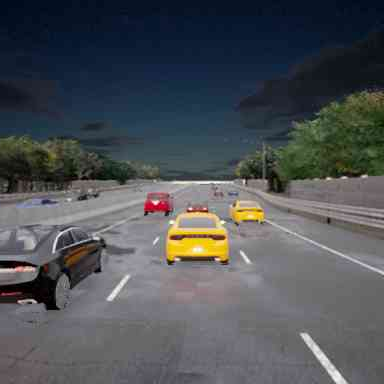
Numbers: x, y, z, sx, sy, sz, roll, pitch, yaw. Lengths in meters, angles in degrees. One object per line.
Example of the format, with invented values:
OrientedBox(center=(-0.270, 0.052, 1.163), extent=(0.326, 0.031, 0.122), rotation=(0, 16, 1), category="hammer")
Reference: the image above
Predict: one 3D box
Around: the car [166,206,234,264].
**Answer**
OrientedBox(center=(0.184, 1.469, 11.834), extent=(1.882, 1.535, 5.008), rotation=(0, 0, 1), category="car")

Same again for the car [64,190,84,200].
OrientedBox(center=(-22.185, 0.533, 62.641), extent=(2.128, 1.511, 4.902), rotation=(0, 2, 0), category="car")

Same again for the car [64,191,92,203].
OrientedBox(center=(-16.572, 0.902, 47.520), extent=(2.128, 1.511, 4.902), rotation=(0, 1, 3), category="car")

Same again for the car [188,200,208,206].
OrientedBox(center=(0.523, 1.399, 29.996), extent=(1.895, 1.301, 4.718), rotation=(0, 1, 2), category="car")

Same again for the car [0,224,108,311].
OrientedBox(center=(-3.355, 1.491, 7.733), extent=(2.128, 1.511, 4.902), rotation=(0, 0, 0), category="car")

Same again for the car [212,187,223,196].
OrientedBox(center=(5.690, 0.180, 71.954), extent=(1.812, 1.442, 4.674), rotation=(0, 2, 3), category="car")

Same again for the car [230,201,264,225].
OrientedBox(center=(3.741, 1.349, 23.297), extent=(1.882, 1.535, 5.008), rotation=(0, 1, 1), category="car")

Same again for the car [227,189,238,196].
OrientedBox(center=(9.111, 0.121, 72.906), extent=(1.994, 1.385, 4.181), rotation=(0, 2, 5), category="car")

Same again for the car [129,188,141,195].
OrientedBox(center=(-11.897, 0.069, 70.655), extent=(2.097, 1.767, 4.553), rotation=(0, 2, 3), category="car")

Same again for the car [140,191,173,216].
OrientedBox(center=(-2.969, 1.014, 30.355), extent=(2.150, 2.045, 5.566), rotation=(0, 1, 2), category="car")

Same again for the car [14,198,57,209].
OrientedBox(center=(-13.691, 1.291, 29.334), extent=(1.882, 1.535, 5.008), rotation=(0, 1, 2), category="car")

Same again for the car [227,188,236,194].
OrientedBox(center=(9.744, -0.212, 82.952), extent=(1.895, 1.301, 4.718), rotation=(0, 2, 3), category="car")

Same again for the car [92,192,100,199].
OrientedBox(center=(-19.246, 0.584, 63.836), extent=(1.895, 1.301, 4.718), rotation=(0, 2, 3), category="car")
